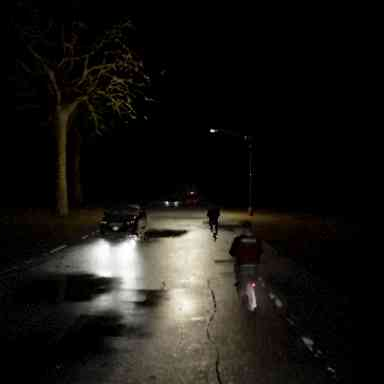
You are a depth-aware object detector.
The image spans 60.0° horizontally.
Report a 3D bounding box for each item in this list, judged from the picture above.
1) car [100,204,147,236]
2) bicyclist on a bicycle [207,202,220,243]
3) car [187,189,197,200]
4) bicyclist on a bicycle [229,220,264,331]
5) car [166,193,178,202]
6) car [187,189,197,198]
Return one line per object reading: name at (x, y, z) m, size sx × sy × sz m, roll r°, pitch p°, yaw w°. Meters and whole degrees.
car at (-3.602, 1.447, 18.152) m, size 2.128 × 1.511 × 4.902 m, roll 0°, pitch 0°, yaw 0°
bicyclist on a bicycle at (0.962, 1.345, 15.001) m, size 0.659 × 1.776 × 1.843 m, roll 0°, pitch 1°, yaw 0°
car at (-0.004, 0.794, 68.206) m, size 2.128 × 1.511 × 4.902 m, roll 0°, pitch 1°, yaw 0°
bicyclist on a bicycle at (0.962, 1.371, 6.019) m, size 0.659 × 1.776 × 1.843 m, roll 0°, pitch 0°, yaw 0°
car at (-3.561, 0.949, 60.277) m, size 1.882 × 1.535 × 5.008 m, roll 0°, pitch 1°, yaw 0°
car at (-0.005, 0.271, 78.171) m, size 2.150 × 2.045 × 5.566 m, roll 0°, pitch 2°, yaw 0°
